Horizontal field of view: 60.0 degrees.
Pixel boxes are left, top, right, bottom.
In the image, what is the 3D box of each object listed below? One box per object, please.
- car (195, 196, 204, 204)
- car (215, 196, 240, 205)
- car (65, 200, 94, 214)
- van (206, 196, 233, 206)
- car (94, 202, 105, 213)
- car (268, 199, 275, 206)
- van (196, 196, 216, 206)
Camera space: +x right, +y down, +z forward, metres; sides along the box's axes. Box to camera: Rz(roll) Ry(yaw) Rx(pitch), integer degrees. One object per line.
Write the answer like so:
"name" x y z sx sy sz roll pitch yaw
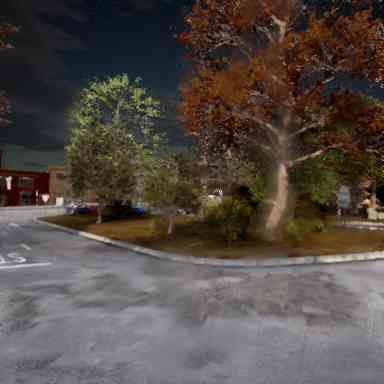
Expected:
"car" 0.436 1.868 68.875 2.185 1.767 4.553 1 0 -36
"car" 7.933 1.869 74.259 2.435 2.045 5.566 1 -1 -36
"car" -14.809 1.927 42.879 2.185 1.767 4.553 -1 0 -35
"van" 4.597 1.741 56.946 1.878 1.987 4.442 1 0 -36
"car" -12.257 2.064 44.763 2.002 1.452 4.674 -1 0 -36
"car" 13.731 1.840 63.382 2.435 2.045 5.566 1 -1 -36
"van" 2.955 1.803 70.575 1.878 1.987 4.442 1 -1 -36
